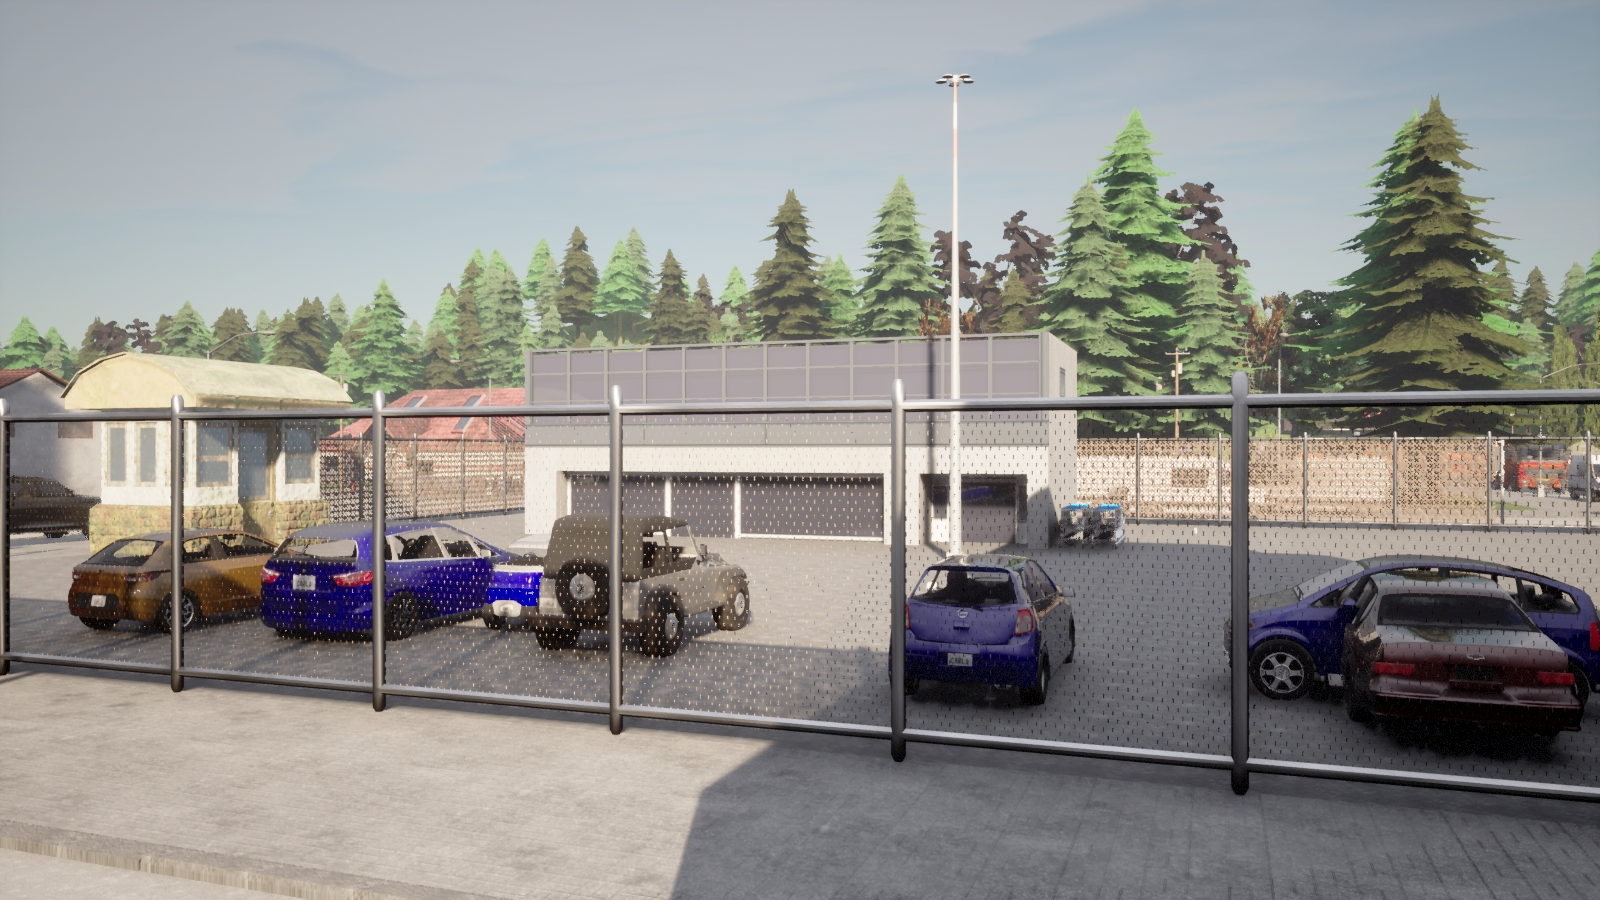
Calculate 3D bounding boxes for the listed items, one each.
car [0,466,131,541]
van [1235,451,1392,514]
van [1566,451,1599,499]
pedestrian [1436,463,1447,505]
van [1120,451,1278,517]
[{"bbox_3d":[-23.315,1.560,34.196,2.150,2.045,5.566,0,0,21],"label":"car"},{"bbox_3d":[21.574,1.314,48.279,5.915,2.561,1.988,0,0,21],"label":"van"},{"bbox_3d":[44.035,1.314,62.679,1.988,2.561,5.915,0,0,20],"label":"van"},{"bbox_3d":[28.933,1.526,51.507,0.375,1.860,0.375,0,0,20],"label":"pedestrian"},{"bbox_3d":[16.090,1.314,46.209,5.915,2.561,1.988,0,0,20],"label":"van"}]
